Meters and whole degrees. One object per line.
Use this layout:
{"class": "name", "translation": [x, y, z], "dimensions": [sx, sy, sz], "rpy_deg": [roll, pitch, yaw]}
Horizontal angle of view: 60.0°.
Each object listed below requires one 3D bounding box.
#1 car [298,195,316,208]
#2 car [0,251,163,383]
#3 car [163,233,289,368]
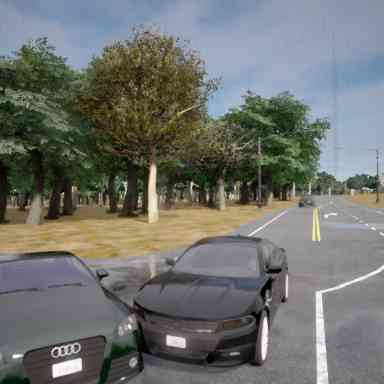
{"class": "car", "translation": [18.172, 1.454, 52.407], "dimensions": [2.150, 2.045, 5.566], "rpy_deg": [-1, 0, 25]}
{"class": "car", "translation": [-2.335, 1.644, 5.028], "dimensions": [1.994, 1.385, 4.181], "rpy_deg": [1, -2, -33]}
{"class": "car", "translation": [0.706, 1.614, 6.337], "dimensions": [1.882, 1.535, 5.008], "rpy_deg": [-1, -2, 21]}
